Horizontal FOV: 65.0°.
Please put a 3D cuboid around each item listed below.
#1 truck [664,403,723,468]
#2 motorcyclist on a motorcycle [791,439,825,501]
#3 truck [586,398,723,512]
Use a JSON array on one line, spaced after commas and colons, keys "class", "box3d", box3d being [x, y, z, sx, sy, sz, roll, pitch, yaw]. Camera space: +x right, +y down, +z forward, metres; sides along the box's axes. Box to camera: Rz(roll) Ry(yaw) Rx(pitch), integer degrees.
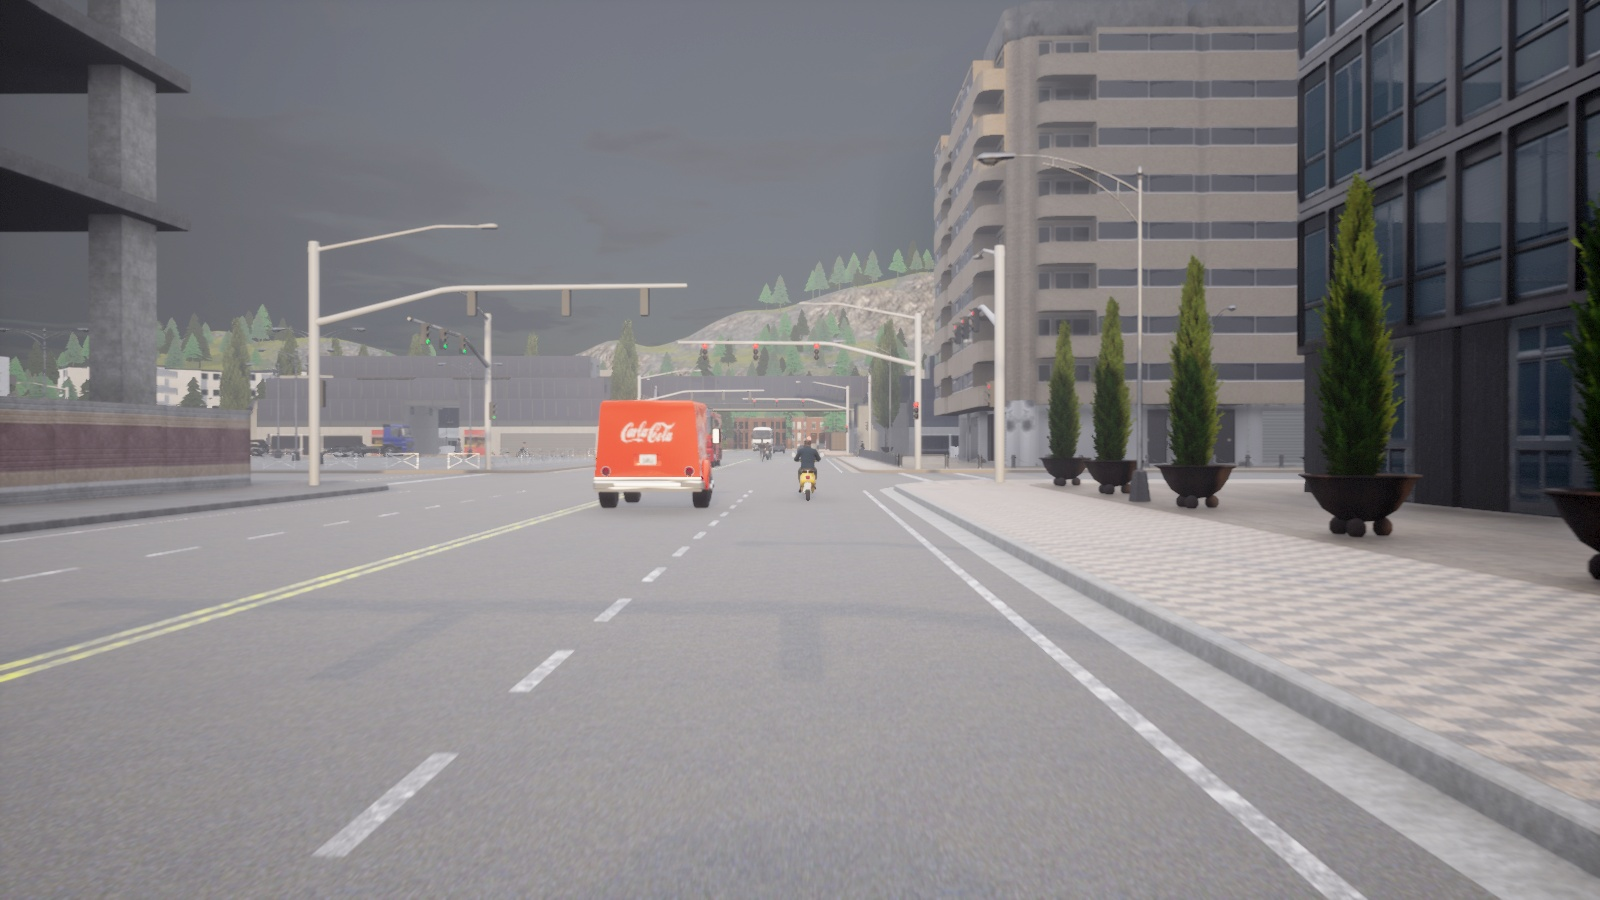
[{"class": "truck", "box3d": [-6.540, -0.863, 78.089, 2.891, 3.827, 8.468, 0, 0, 0]}, {"class": "motorcyclist on a motorcycle", "box3d": [0.204, 0.513, 33.132, 0.866, 1.590, 1.817, 0, 1, 0]}, {"class": "truck", "box3d": [-3.315, 0.089, 29.894, 2.627, 2.467, 5.204, 0, 0, 0]}]
